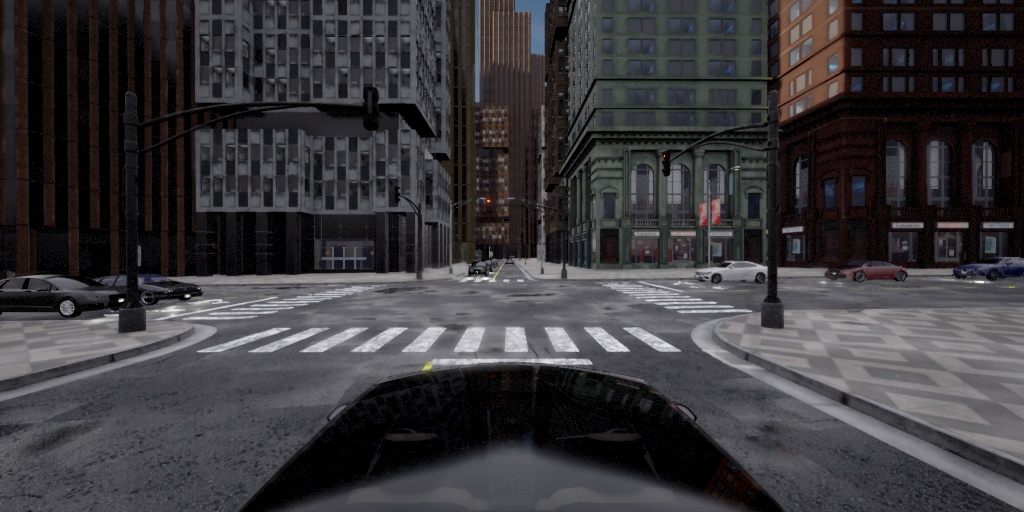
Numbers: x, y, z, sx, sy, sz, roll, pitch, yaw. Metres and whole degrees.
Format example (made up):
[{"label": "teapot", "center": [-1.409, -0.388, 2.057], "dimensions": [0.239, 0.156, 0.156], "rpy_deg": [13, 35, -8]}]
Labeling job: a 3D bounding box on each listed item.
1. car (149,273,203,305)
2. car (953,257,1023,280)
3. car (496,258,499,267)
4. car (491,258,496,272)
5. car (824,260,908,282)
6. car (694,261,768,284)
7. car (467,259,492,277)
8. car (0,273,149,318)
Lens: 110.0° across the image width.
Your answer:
[{"label": "car", "center": [-17.867, 1.524, 17.046], "dimensions": [5.357, 1.411, 2.033], "rpy_deg": [-1, 0, 5]}, {"label": "car", "center": [32.375, 0.811, 23.836], "dimensions": [4.674, 1.442, 1.812], "rpy_deg": [-1, 0, -1]}, {"label": "car", "center": [-3.409, 1.301, 55.739], "dimensions": [1.895, 1.301, 4.718], "rpy_deg": [0, 0, 0]}, {"label": "car", "center": [-3.323, 1.223, 45.450], "dimensions": [1.837, 1.490, 4.892], "rpy_deg": [0, 0, 0]}, {"label": "car", "center": [23.416, 0.962, 23.812], "dimensions": [4.181, 1.385, 1.994], "rpy_deg": [-1, 0, 0]}, {"label": "car", "center": [14.594, 1.037, 23.787], "dimensions": [4.674, 1.442, 1.812], "rpy_deg": [-1, 0, -1]}, {"label": "car", "center": [-3.231, 1.239, 35.280], "dimensions": [1.837, 1.490, 4.892], "rpy_deg": [0, 0, 0]}, {"label": "car", "center": [-17.423, 1.492, 13.740], "dimensions": [4.892, 1.490, 1.837], "rpy_deg": [-1, 0, 0]}]
